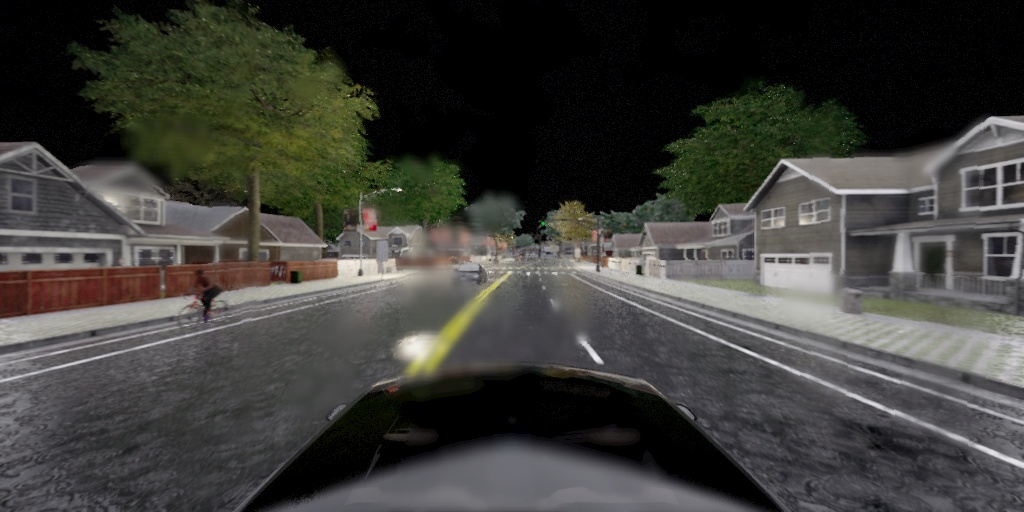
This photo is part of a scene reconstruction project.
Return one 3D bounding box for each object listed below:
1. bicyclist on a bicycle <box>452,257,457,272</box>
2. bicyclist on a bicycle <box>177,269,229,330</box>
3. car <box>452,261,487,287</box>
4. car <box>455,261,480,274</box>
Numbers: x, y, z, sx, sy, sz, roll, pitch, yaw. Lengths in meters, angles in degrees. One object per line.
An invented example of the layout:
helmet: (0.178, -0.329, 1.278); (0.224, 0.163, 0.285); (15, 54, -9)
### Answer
bicyclist on a bicycle: (-7.020, 1.039, 43.580); (0.659, 1.776, 1.843); (0, 0, 5)
bicyclist on a bicycle: (-8.661, 1.190, 10.106); (0.582, 1.620, 1.656); (0, 0, 1)
car: (-2.809, 1.237, 24.652); (1.812, 1.442, 4.674); (0, 0, 3)
car: (-5.011, 1.277, 40.846); (1.895, 1.301, 4.718); (0, 0, 4)
